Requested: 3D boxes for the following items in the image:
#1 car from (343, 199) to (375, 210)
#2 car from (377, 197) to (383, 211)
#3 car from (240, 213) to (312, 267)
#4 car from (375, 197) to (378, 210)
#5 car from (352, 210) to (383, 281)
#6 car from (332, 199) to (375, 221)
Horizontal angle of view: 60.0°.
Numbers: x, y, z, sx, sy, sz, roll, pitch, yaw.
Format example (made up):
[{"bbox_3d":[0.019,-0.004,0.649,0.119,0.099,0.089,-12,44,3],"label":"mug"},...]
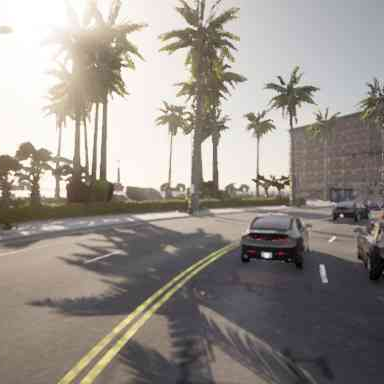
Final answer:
[{"bbox_3d":[22.264,1.599,44.297,4.181,1.385,1.994,0,0,-34],"label":"car"},{"bbox_3d":[15.511,1.388,24.430,2.097,1.767,4.553,0,0,41],"label":"car"},{"bbox_3d":[2.995,1.501,11.554,1.837,1.490,4.892,0,0,22],"label":"car"},{"bbox_3d":[23.547,1.399,40.971,4.553,1.767,2.097,0,0,-34],"label":"car"},{"bbox_3d":[5.899,1.518,9.519,1.837,1.490,4.892,0,0,21],"label":"car"},{"bbox_3d":[12.799,1.522,26.659,1.837,1.490,4.892,0,0,41],"label":"car"}]
